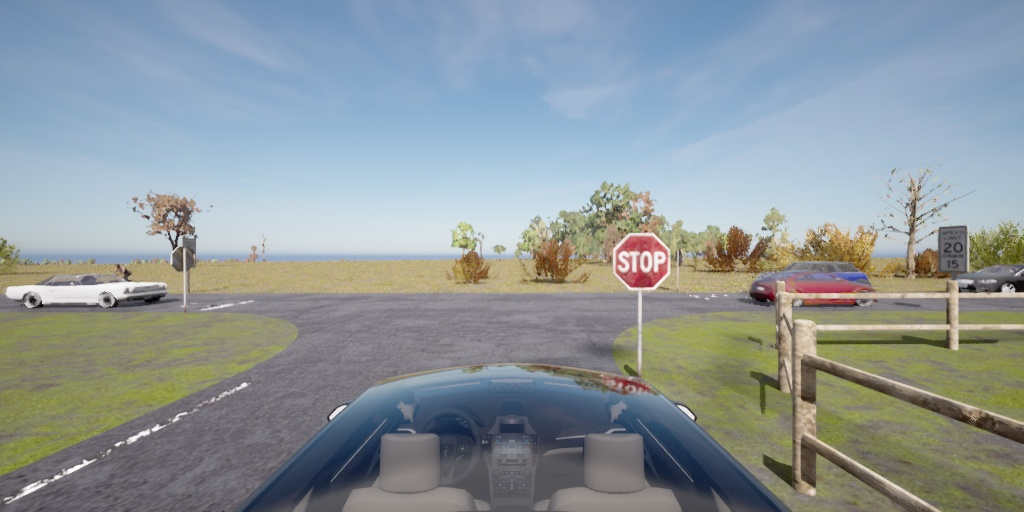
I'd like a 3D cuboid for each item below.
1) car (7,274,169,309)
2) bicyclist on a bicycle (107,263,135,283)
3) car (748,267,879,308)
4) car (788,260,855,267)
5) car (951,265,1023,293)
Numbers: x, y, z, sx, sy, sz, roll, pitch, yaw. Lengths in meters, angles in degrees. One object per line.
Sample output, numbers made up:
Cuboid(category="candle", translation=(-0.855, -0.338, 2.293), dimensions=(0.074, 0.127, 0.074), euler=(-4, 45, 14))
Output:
Cuboid(category="car", translation=(-17.073, 1.388, 14.658), dimensions=(4.718, 1.301, 1.895), euler=(0, 0, 0))
Cuboid(category="bicyclist on a bicycle", translation=(-22.541, 1.252, 20.665), dimensions=(0.582, 1.620, 1.656), euler=(0, 0, 0))
Cuboid(category="car", translation=(12.002, 1.275, 14.443), dimensions=(4.181, 1.385, 1.994), euler=(0, 0, -1))
Cuboid(category="car", translation=(14.369, 1.055, 17.410), dimensions=(4.553, 1.767, 2.097), euler=(0, 0, 0))
Cuboid(category="car", translation=(24.274, 1.173, 17.349), dimensions=(4.902, 1.511, 2.128), euler=(0, 0, 0))
